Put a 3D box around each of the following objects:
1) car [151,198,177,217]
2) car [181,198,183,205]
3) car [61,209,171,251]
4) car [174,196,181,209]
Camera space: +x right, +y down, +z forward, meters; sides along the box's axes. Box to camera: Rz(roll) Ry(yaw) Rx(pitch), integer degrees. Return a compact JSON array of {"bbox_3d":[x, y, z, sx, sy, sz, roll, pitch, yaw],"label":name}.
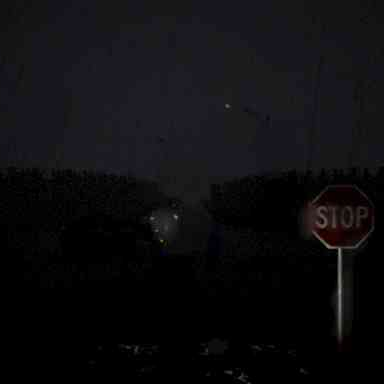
[{"bbox_3d":[-2.750,1.566,31.383,1.994,1.385,4.181,0,0,1],"label":"car"},{"bbox_3d":[-2.623,1.514,59.914,1.812,1.442,4.674,0,0,1],"label":"car"},{"bbox_3d":[-3.145,1.567,13.716,4.181,1.385,1.994,0,0,1],"label":"car"},{"bbox_3d":[-2.716,1.503,42.721,1.837,1.490,4.892,0,0,0],"label":"car"}]
